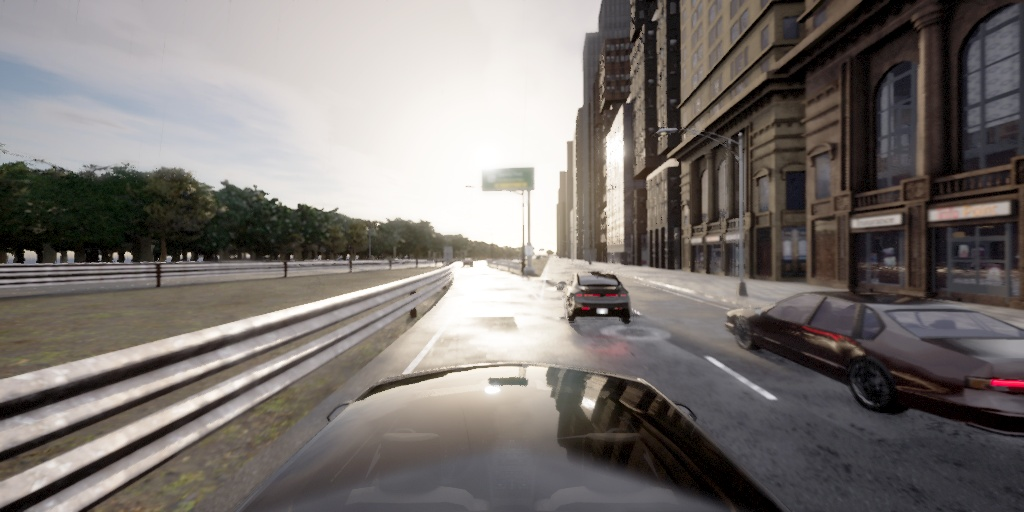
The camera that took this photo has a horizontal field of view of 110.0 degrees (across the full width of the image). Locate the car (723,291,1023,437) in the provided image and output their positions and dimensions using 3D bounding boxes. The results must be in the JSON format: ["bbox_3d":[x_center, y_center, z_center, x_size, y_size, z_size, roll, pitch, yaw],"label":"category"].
[{"bbox_3d":[5.572,1.277,5.812,2.033,1.411,5.357,0,0,6],"label":"car"}]

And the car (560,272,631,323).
[{"bbox_3d":[2.729,1.271,12.261,1.837,1.490,4.892,0,0,6],"label":"car"}]
